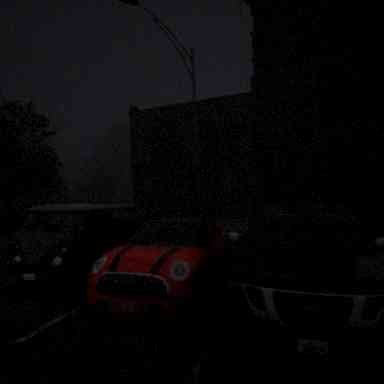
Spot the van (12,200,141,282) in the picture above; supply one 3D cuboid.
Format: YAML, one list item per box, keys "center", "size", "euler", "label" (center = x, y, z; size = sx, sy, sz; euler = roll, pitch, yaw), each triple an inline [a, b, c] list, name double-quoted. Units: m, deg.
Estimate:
- center: [-2.945, 1.304, 9.407]
  size: [1.878, 1.987, 4.442]
  euler: [-1, -1, 16]
  label: "van"

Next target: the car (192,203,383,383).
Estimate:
- center: [1.958, 1.249, 6.011]
  size: [2.435, 2.045, 5.566]
  euler: [0, -1, 16]
  label: "car"

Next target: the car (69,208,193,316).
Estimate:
- center: [-0.469, 1.386, 7.809]
  size: [2.185, 1.767, 4.553]
  euler: [0, -1, 16]
  label: "car"
